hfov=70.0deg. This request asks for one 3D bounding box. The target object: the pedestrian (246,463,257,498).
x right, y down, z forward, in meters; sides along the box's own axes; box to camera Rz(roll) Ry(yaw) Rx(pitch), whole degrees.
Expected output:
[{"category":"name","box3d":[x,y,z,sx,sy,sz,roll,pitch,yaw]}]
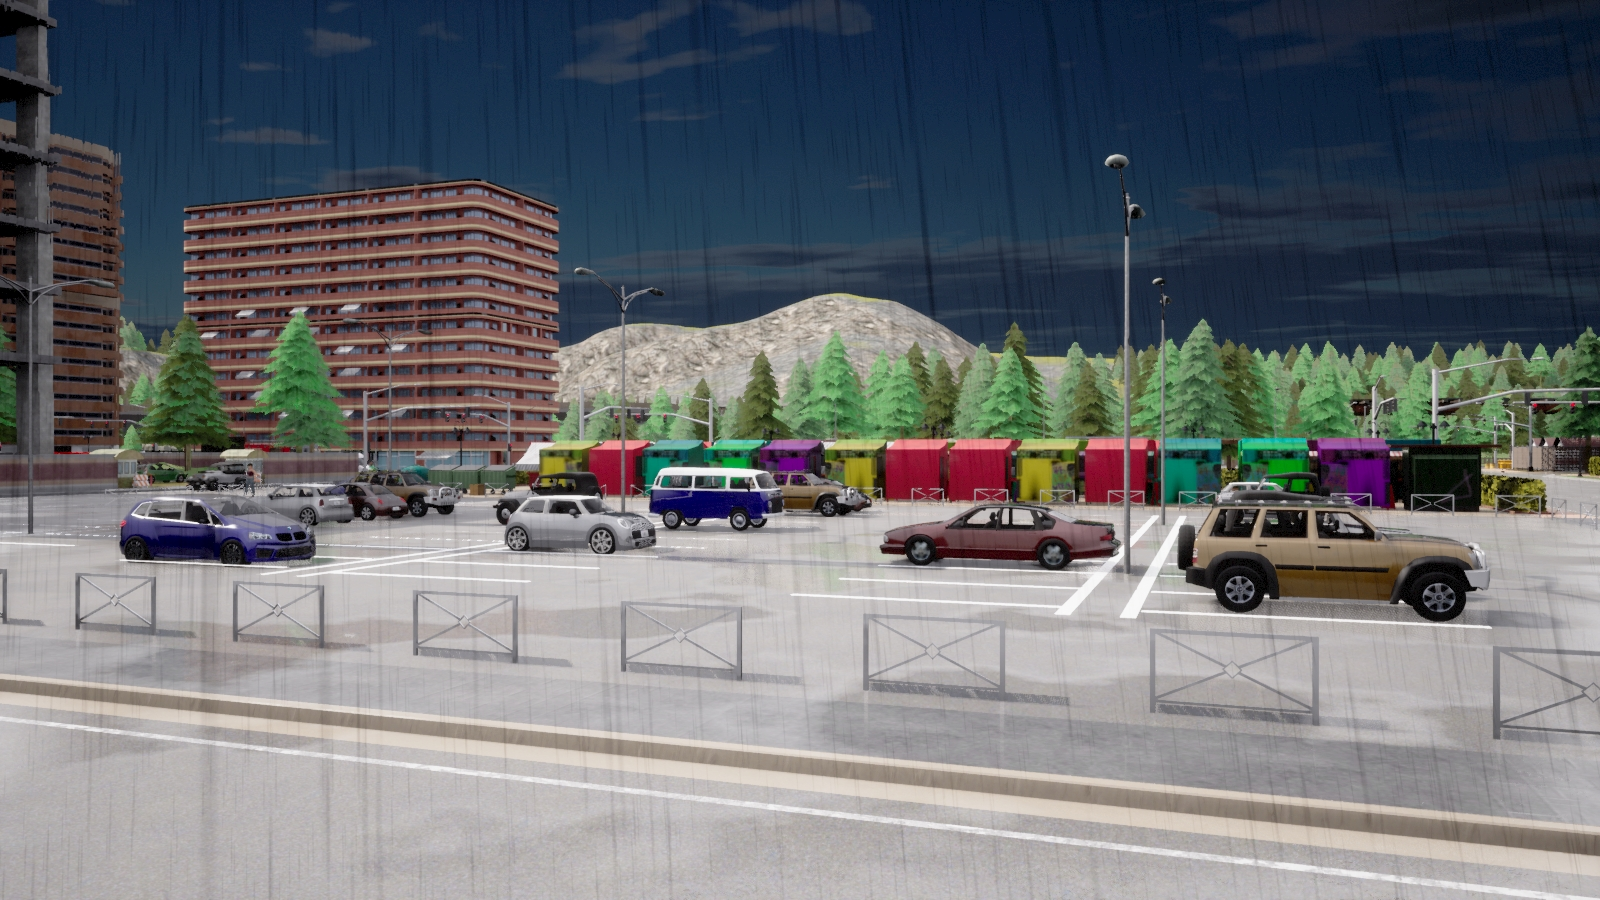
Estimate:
[{"category":"pedestrian","box3d":[-29.715,1.643,61.907,0.375,1.860,0.375,0,0,19]}]

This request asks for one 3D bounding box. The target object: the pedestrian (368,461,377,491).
[{"category":"pedestrian","box3d":[-26.604,1.641,71.148,0.375,1.860,0.375,0,0,19]}]
